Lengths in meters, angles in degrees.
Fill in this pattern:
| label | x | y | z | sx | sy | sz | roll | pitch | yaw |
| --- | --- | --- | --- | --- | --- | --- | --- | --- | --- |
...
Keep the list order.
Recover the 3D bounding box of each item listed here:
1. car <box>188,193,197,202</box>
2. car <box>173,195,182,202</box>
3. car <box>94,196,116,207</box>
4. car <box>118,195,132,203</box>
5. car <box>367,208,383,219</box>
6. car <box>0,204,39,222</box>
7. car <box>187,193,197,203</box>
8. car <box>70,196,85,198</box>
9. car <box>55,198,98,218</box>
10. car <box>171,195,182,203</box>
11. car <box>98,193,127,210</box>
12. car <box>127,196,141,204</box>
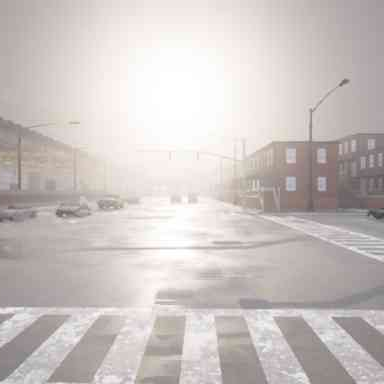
| label | x | y | z | sx | sy | sz | roll | pitch | yaw |
| --- | --- | --- | --- | --- | --- | --- | --- | --- | --- |
| car | 0.072 | 1.215 | 80.290 | 2.150 | 2.045 | 5.566 | 0 | 0 | 0 |
| car | -3.427 | 1.468 | 80.513 | 1.882 | 1.535 | 5.008 | 0 | 0 | 0 |
| car | -14.038 | 1.484 | 53.928 | 2.128 | 1.511 | 4.902 | 0 | 0 | 0 |
| car | -13.938 | 1.463 | 69.230 | 1.882 | 1.535 | 5.008 | 0 | 0 | 0 |
| car | 17.059 | 1.544 | 26.669 | 5.357 | 1.411 | 2.033 | 0 | 0 | 0 |
| car | -14.077 | 1.598 | 26.251 | 1.895 | 1.301 | 4.718 | 0 | 0 | 0 |
| car | 0.162 | 1.539 | 69.657 | 2.033 | 1.411 | 5.357 | 0 | 0 | 0 |
| car | -14.060 | 1.347 | 40.125 | 2.097 | 1.767 | 4.553 | 0 | 0 | 0 |
| car | -10.572 | 1.544 | 30.241 | 2.033 | 1.411 | 5.357 | 0 | 0 | 0 |
| car | -3.369 | 1.344 | 70.227 | 2.097 | 1.767 | 4.553 | 0 | 0 | 0 |
| car | -10.555 | 1.217 | 43.828 | 2.150 | 2.045 | 5.566 | 0 | 0 | 0 |
| car | -10.508 | 1.499 | 61.145 | 1.837 | 1.490 | 4.892 | 0 | 0 | 0 |
